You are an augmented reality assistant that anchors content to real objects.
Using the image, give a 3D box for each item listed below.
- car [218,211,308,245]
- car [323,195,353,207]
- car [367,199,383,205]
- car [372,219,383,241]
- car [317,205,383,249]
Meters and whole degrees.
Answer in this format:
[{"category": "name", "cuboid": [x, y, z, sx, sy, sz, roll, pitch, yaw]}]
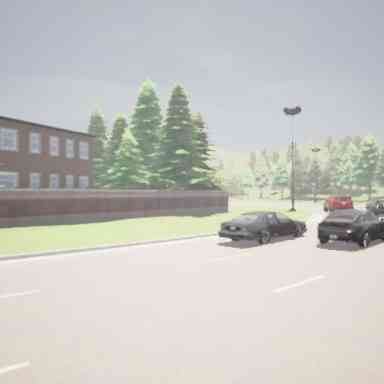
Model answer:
[{"category": "car", "cuboid": [3.542, 1.614, 16.020, 5.357, 1.411, 2.033, 0, 0, -44]}, {"category": "car", "cuboid": [16.388, 1.345, 37.467, 2.150, 2.045, 5.566, 0, 0, 10]}, {"category": "car", "cuboid": [18.672, 1.445, 32.970, 2.097, 1.767, 4.553, 0, 0, 17]}, {"category": "car", "cuboid": [7.688, 1.572, 10.327, 5.357, 1.411, 2.033, 0, 0, -44]}, {"category": "car", "cuboid": [7.386, 1.553, 15.072, 1.837, 1.490, 4.892, 0, 0, 45]}]
